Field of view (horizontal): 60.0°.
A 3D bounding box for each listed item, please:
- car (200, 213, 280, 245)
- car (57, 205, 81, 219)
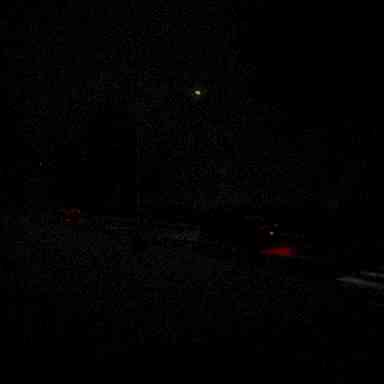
[{"bbox_3d":[2.427,1.895,18.117,1.882,1.535,5.008,0,-1,-36],"label":"car"},{"bbox_3d":[-16.678,2.597,44.845,2.097,1.767,4.553,0,-1,-36],"label":"car"}]
